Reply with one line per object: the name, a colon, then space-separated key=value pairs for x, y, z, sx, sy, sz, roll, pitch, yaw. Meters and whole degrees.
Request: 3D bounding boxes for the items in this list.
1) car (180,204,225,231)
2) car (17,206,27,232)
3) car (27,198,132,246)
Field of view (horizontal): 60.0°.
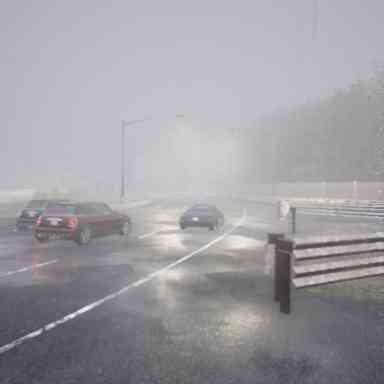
car: x=0.713 y=1.384 z=19.604 sx=1.994 sy=1.385 sz=4.181 roll=1 pitch=1 yaw=15
car: x=-7.023 y=1.108 z=17.986 sx=2.097 sy=1.767 sz=4.553 roll=1 pitch=1 yaw=18
car: x=-4.486 y=1.166 z=14.545 sx=2.097 sy=1.767 sz=4.553 roll=1 pitch=1 yaw=19
